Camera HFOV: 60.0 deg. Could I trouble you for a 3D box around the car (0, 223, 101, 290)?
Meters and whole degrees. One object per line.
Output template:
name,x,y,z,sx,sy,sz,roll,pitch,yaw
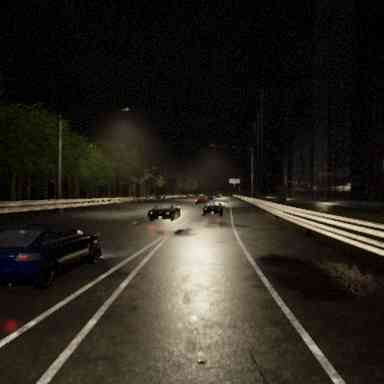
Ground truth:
car,-4.079,1.538,9.141,1.994,1.385,4.181,0,0,6

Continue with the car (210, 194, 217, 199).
car,5.153,1.660,92.734,1.882,1.535,5.008,0,0,6

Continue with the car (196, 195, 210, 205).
car,1.881,1.607,62.491,1.812,1.442,4.674,0,0,6

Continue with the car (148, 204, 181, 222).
car,-2.099,1.609,26.735,1.895,1.301,4.718,0,0,6

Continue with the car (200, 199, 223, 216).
car,2.183,1.654,33.522,1.895,1.301,4.718,0,0,7
